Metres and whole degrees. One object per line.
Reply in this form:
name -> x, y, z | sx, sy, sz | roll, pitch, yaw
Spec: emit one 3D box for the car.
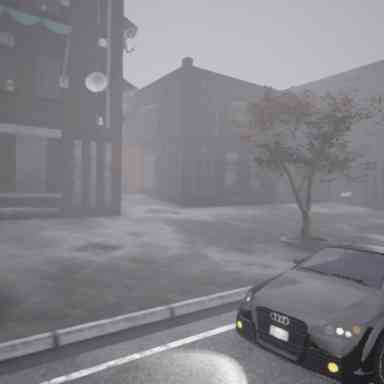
car -> 2.700, 1.570, 5.307 | 4.181, 1.385, 1.994 | 0, 0, -36
